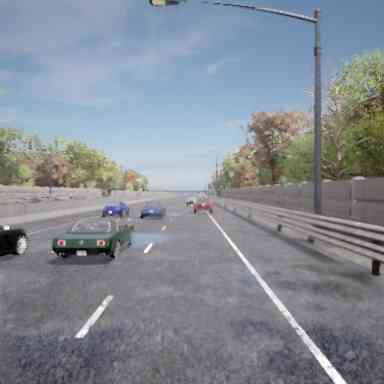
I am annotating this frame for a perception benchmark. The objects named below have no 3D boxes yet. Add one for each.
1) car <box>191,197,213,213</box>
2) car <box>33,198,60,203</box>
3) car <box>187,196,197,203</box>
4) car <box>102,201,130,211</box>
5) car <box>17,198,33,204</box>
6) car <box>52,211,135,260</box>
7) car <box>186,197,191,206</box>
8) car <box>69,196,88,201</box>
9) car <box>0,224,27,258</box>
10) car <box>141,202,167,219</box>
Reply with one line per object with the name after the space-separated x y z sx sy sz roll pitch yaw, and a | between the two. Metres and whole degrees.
1.219 1.401 37.076 2.097 1.767 4.553 0 0 0 | car
-21.072 1.628 49.531 2.033 1.411 5.357 0 0 1 | car
-0.009 1.639 71.274 1.895 1.301 4.718 0 0 0 | car
-6.902 1.560 30.453 1.812 1.442 4.674 0 0 0 | car
-24.553 1.631 50.754 2.033 1.411 5.357 0 0 1 | car
-3.401 1.613 12.502 1.895 1.301 4.718 0 0 0 | car
-0.007 1.697 55.903 1.895 1.301 4.718 0 0 0 | car
-17.567 1.437 51.266 2.097 1.767 4.553 0 0 0 | car
-6.901 1.487 10.085 1.882 1.535 5.008 0 0 0 | car
-3.401 1.597 29.918 1.994 1.385 4.181 0 0 0 | car
